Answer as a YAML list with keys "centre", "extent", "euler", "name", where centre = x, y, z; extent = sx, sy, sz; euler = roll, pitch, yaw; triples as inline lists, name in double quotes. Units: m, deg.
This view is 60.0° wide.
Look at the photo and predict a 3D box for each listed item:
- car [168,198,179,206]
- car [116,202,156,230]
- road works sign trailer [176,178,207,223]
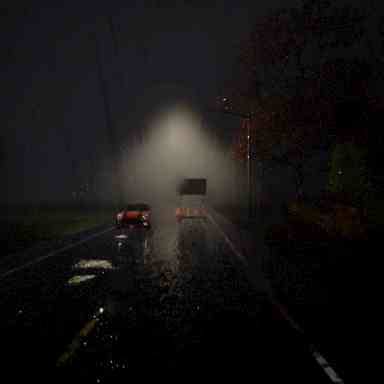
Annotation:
- centre: [-3.539, 1.865, 63.347]
  extent: [1.882, 1.535, 5.008]
  euler: [0, 0, 0]
  name: "car"
- centre: [-3.603, 1.495, 22.056]
  extent: [2.097, 1.767, 4.553]
  euler: [0, 0, 0]
  name: "car"
- centre: [0.001, 0.639, 27.108]
  extent: [2.380, 3.560, 2.880]
  euler: [0, 0, 0]
  name: "road works sign trailer"
